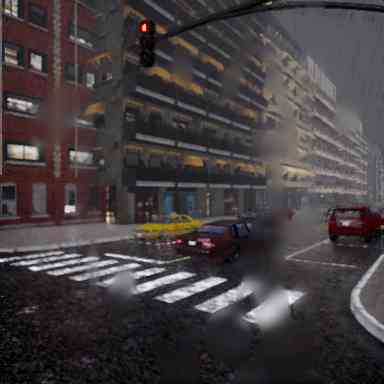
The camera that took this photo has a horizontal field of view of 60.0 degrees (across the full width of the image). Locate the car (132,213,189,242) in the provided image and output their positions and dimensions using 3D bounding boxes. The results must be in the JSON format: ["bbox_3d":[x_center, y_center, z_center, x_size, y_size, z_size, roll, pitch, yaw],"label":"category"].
[{"bbox_3d":[-1.217,1.850,18.430,1.752,1.417,4.829,-2,-2,35],"label":"car"}]

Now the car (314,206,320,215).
[{"bbox_3d":[18.281,2.462,46.260,1.752,1.417,4.829,-1,-2,35],"label":"car"}]

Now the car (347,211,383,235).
[{"bbox_3d":[12.252,2.048,23.106,1.887,1.381,4.507,-2,-2,35],"label":"car"}]

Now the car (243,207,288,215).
[{"bbox_3d":[4.192,1.910,21.613,2.128,1.511,4.902,0,-1,35],"label":"car"}]

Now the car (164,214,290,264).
[{"bbox_3d":[1.626,1.800,13.016,2.033,1.411,5.357,0,-1,40],"label":"car"}]

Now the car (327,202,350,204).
[{"bbox_3d":[17.859,2.353,41.033,1.837,1.490,4.892,0,-2,35],"label":"car"}]

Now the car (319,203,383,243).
[{"bbox_3d":[9.000,1.716,18.474,2.192,1.841,5.009,-2,-2,35],"label":"car"}]

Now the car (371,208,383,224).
[{"bbox_3d":[18.751,2.289,32.381,1.802,1.307,4.206,-2,-2,35],"label":"car"}]

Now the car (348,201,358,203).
[{"bbox_3d":[28.130,2.787,60.315,1.887,1.381,4.507,-1,-2,35],"label":"car"}]

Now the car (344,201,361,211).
[{"bbox_3d":[31.377,2.657,64.958,2.192,1.841,5.009,-1,-2,35],"label":"car"}]

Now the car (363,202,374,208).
[{"bbox_3d":[44.380,3.298,83.507,1.947,1.339,4.313,-1,-2,35],"label":"car"}]

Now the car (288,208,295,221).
[{"bbox_3d":[8.630,2.181,32.484,1.887,1.381,4.507,-1,-2,35],"label":"car"}]
